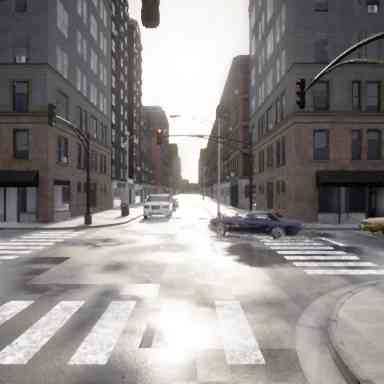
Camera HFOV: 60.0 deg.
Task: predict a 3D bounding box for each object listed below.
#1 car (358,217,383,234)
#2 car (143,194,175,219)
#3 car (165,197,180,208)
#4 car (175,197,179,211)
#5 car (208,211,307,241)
[{"bbox_3d":[11.601,1.554,17.923,4.829,1.417,1.752,0,0,0],"label":"car"},{"bbox_3d":[-2.901,1.216,29.215,2.150,2.045,5.566,0,0,0],"label":"car"},{"bbox_3d":[-2.936,1.530,50.541,2.033,1.411,5.357,0,0,0],"label":"car"},{"bbox_3d":[-2.914,1.342,39.479,2.097,1.767,4.553,0,0,0],"label":"car"},{"bbox_3d":[3.217,1.616,16.830,4.718,1.301,1.895,0,0,26],"label":"car"}]
